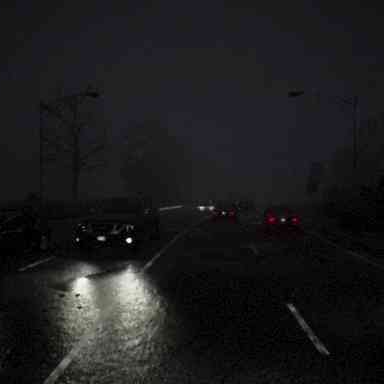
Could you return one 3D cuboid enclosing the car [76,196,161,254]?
[{"bbox_3d":[-2.771,1.200,13.878,2.150,2.045,5.566,0,0,6],"label":"car"}]

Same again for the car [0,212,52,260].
[{"bbox_3d":[-6.513,1.478,11.049,1.837,1.490,4.892,0,0,5],"label":"car"}]

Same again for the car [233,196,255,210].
[{"bbox_3d":[6.882,1.535,42.520,1.994,1.385,4.181,0,0,17],"label":"car"}]

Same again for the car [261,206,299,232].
[{"bbox_3d":[5.267,1.539,20.282,2.033,1.411,5.357,0,0,9],"label":"car"}]

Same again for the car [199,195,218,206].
[{"bbox_3d":[2.768,1.291,52.667,2.097,1.767,4.553,0,0,21],"label":"car"}]

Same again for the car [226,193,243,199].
[{"bbox_3d":[6.974,1.174,53.959,2.150,2.045,5.566,0,0,22],"label":"car"}]

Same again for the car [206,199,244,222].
[{"bbox_3d":[2.682,1.526,25.795,2.033,1.411,5.357,0,0,11],"label":"car"}]
